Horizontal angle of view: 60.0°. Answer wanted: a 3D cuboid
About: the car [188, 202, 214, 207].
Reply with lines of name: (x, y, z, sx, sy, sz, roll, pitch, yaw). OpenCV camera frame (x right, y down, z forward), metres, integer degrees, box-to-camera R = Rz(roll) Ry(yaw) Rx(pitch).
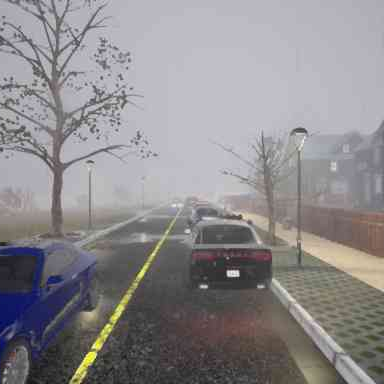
car: (0.811, 1.527, 19.108, 1.812, 1.442, 4.674, 0, 0, 0)

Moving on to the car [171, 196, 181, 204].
car: (-2.797, 1.523, 62.692, 2.128, 1.511, 4.902, 0, 0, 0)

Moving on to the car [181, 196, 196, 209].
car: (-0.015, 1.367, 45.845, 2.097, 1.767, 4.553, 0, 0, 0)

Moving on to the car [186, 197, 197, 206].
car: (-0.042, 1.551, 56.936, 1.812, 1.442, 4.674, 0, 0, 0)

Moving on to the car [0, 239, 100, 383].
car: (-2.753, 1.525, 5.058, 1.812, 1.442, 4.674, 0, 0, 0)

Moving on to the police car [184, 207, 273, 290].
police car: (0.819, 1.425, 9.218, 1.930, 1.638, 5.238, 0, 0, 0)

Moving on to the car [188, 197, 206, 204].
car: (0.807, 1.459, 25.298, 1.801, 1.575, 5.366, 0, 0, 0)
